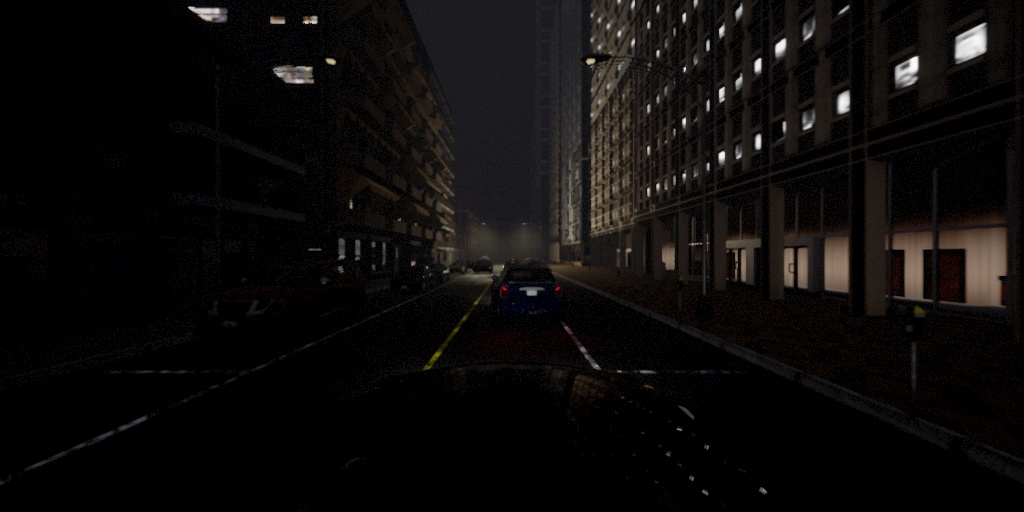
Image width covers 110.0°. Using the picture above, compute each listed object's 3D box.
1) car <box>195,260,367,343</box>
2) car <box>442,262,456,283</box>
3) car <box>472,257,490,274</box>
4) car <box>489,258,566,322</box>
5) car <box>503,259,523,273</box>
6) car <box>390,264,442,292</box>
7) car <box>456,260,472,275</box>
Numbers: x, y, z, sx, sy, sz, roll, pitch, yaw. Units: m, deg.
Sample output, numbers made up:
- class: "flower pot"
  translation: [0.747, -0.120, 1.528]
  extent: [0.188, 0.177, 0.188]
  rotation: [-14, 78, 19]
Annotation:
- class: "car"
  translation: [-5.689, 1.043, 9.739]
  extent: [2.192, 1.841, 5.009]
  rotation: [0, 0, 0]
- class: "car"
  translation: [-5.685, 1.237, 26.684]
  extent: [2.007, 1.370, 4.403]
  rotation: [0, 0, 0]
- class: "car"
  translation: [-3.070, 1.136, 39.159]
  extent: [1.882, 1.535, 5.008]
  rotation: [0, 0, 0]
- class: "car"
  translation: [0.398, 1.074, 12.374]
  extent: [2.097, 1.767, 4.553]
  rotation: [0, 0, -5]
- class: "car"
  translation: [0.109, 1.143, 42.192]
  extent: [2.128, 1.511, 4.902]
  rotation: [0, 0, 0]
- class: "car"
  translation: [-5.686, 1.265, 21.036]
  extent: [1.948, 1.339, 4.313]
  rotation: [0, 0, 0]
- class: "car"
  translation: [-5.683, 1.186, 37.811]
  extent: [1.751, 1.417, 4.829]
  rotation: [0, 0, 0]
